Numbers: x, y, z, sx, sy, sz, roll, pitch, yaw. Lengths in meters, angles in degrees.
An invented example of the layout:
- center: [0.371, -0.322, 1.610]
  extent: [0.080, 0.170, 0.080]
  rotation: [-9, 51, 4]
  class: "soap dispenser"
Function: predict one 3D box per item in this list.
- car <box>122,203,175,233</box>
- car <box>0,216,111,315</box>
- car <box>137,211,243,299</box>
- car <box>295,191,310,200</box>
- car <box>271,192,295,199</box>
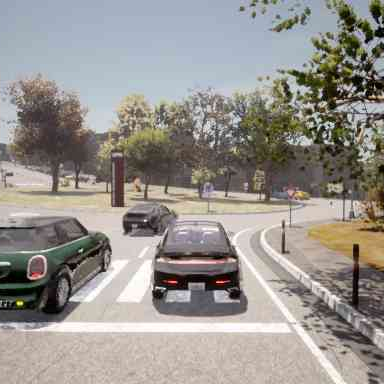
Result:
- center: [-2.216, 1.384, 18.634]
  extent: [1.837, 1.490, 4.892]
  rotation: [0, 1, 14]
  class: "car"
- center: [-3.384, 1.328, 7.701]
  extent: [2.097, 1.767, 4.553]
  rotation: [0, 0, 1]
  class: "car"
- center: [0.097, 1.463, 8.377]
  extent: [2.128, 1.511, 4.902]
  rotation: [0, 0, 0]
  class: "car"
- center: [19.393, 0.560, 60.856]
  extent: [1.882, 1.535, 5.008]
  rotation: [-1, 2, -20]
  class: "car"
- center: [15.888, 0.612, 61.419]
  extent: [2.033, 1.411, 5.357]
  rotation: [-1, 2, -25]
  class: "car"
